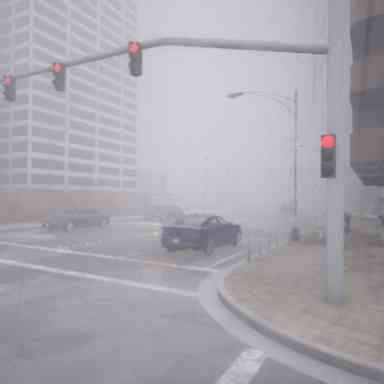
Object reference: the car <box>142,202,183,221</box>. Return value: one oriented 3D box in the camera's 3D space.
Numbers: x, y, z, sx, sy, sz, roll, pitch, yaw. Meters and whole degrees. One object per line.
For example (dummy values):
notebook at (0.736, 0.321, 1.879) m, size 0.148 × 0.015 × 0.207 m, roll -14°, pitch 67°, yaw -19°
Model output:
car at (-2.553, 1.928, 31.028) m, size 1.837 × 1.490 × 4.892 m, roll 0°, pitch -1°, yaw 29°

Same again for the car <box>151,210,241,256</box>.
car at (0.572, 1.696, 14.453) m, size 1.882 × 1.535 × 5.008 m, roll 0°, pitch -1°, yaw 28°

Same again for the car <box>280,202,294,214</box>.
car at (14.019, 2.189, 48.535) m, size 2.097 × 1.767 × 4.553 m, roll 0°, pitch -1°, yaw 18°

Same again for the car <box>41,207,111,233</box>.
car at (-7.487, 1.748, 21.928) m, size 1.837 × 1.490 × 4.892 m, roll 0°, pitch -1°, yaw 28°

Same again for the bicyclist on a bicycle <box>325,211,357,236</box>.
bicyclist on a bicycle at (8.375, 1.659, 18.714) m, size 1.656 × 1.620 × 0.582 m, roll 0°, pitch -1°, yaw 28°
